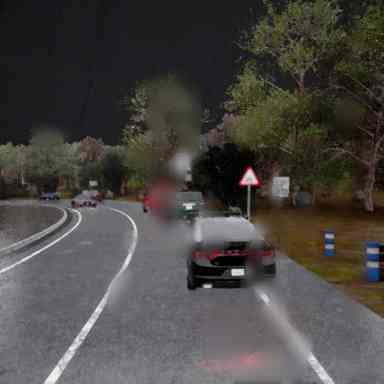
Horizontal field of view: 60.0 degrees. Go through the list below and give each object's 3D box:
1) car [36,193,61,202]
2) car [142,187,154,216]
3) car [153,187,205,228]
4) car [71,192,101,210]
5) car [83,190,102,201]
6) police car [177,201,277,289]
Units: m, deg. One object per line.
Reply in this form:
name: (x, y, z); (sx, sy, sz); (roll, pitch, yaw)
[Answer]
car: (-23.779, 0.861, 54.967); (4.718, 1.301, 1.895); (-2, 4, 38)
car: (-2.361, 0.636, 25.312); (2.150, 2.045, 5.566); (-2, 2, -18)
car: (-0.715, 0.799, 19.262); (2.150, 2.045, 5.566); (-1, 2, -12)
car: (-11.190, 0.980, 34.247); (1.994, 1.385, 4.181); (-3, 2, -29)
car: (-13.982, 0.494, 44.934); (2.097, 1.767, 4.553); (-5, 3, -39)
police car: (0.719, 1.291, 9.043); (1.930, 1.638, 5.238); (0, 2, -4)
